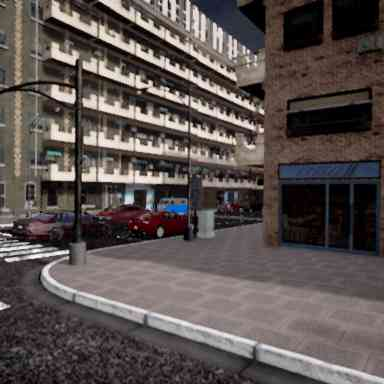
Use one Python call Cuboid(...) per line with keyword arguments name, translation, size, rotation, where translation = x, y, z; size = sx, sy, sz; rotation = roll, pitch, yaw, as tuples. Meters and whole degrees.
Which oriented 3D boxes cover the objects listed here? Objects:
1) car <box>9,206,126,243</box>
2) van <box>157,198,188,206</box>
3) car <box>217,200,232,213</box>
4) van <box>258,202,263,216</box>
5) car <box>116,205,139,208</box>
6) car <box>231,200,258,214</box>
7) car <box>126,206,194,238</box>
Cuboid(name="car", translation=(-6.218, 1.642, 16.911), size=(2.033, 1.411, 5.357), rotation=(1, 0, 36))
Cuboid(name="van", translation=(-1.749, 1.528, 32.898), size=(1.690, 1.788, 3.998), rotation=(0, -1, 36))
Cuboid(name="car", translation=(4.847, 1.751, 42.158), size=(1.967, 1.590, 4.097), rotation=(0, -1, 36))
Cuboid(name="van", translation=(8.356, 1.688, 32.647), size=(1.690, 1.788, 3.998), rotation=(0, -1, 36))
Cuboid(name="car", translation=(-4.977, 1.645, 23.970), size=(1.812, 1.442, 4.674), rotation=(1, 0, 36))
Cuboid(name="car", translation=(7.151, 1.822, 40.868), size=(1.882, 1.535, 5.008), rotation=(1, 0, 36))
Cuboid(name="car", translation=(-1.573, 1.709, 18.780), size=(1.887, 1.381, 4.507), rotation=(0, -1, 36))
